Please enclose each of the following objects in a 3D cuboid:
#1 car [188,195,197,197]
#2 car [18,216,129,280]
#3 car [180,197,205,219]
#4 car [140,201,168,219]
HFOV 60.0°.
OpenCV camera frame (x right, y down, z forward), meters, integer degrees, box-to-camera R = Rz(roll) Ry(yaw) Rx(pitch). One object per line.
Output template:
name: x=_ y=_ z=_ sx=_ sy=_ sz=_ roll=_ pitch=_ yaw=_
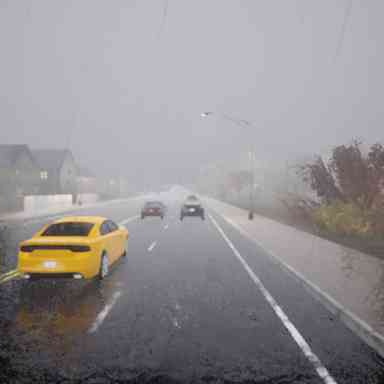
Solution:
car: x=0.023 y=1.212 z=56.623 sx=2.033 sy=1.649 sz=4.856 roll=0 pitch=0 yaw=0
car: x=-3.147 y=1.453 z=9.856 sx=1.882 sy=1.535 sz=5.008 roll=0 pitch=0 yaw=0
car: x=0.042 y=1.421 z=27.861 sx=2.163 sy=1.488 sz=4.792 roll=0 pitch=0 yaw=0
car: x=-3.143 y=1.463 z=28.104 sx=2.033 sy=1.411 sz=5.357 roll=0 pitch=0 yaw=0
